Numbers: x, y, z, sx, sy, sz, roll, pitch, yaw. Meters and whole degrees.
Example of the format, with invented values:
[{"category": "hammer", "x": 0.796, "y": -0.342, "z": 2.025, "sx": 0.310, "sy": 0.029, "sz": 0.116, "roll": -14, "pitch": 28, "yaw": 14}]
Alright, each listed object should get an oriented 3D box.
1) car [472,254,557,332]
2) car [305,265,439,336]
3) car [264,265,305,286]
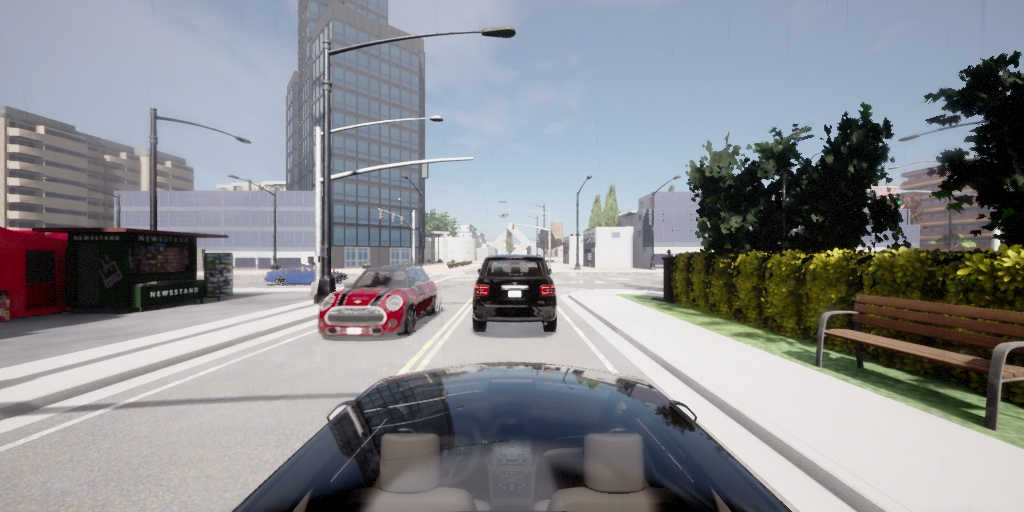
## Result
[{"category": "car", "x": 0.082, "y": 0.971, "z": 10.991, "sx": 2.150, "sy": 2.045, "sz": 5.566, "roll": 0, "pitch": 0, "yaw": 0}, {"category": "car", "x": -3.547, "y": 1.102, "z": 10.343, "sx": 2.097, "sy": 1.767, "sz": 4.553, "roll": 0, "pitch": 0, "yaw": 0}, {"category": "car", "x": -14.893, "y": 1.388, "z": 26.113, "sx": 5.357, "sy": 1.411, "sz": 2.033, "roll": -1, "pitch": 0, "yaw": 0}]
